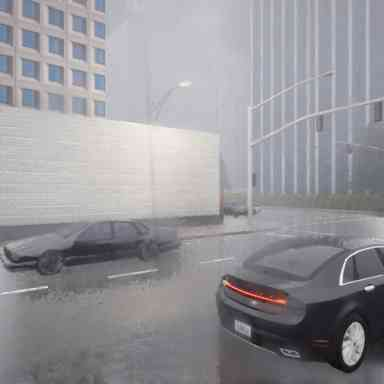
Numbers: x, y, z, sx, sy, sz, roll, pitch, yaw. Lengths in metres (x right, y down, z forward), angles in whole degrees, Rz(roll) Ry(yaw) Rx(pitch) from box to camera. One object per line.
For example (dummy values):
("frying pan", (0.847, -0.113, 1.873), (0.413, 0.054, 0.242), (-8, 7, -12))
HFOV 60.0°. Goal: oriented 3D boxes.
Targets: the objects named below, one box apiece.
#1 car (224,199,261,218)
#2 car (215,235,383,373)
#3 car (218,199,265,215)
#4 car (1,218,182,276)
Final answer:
("car", (3.592, 1.603, 31.555), (2.033, 1.411, 5.357), (0, 0, -36))
("car", (2.636, 1.505, 5.676), (4.892, 1.490, 1.837), (0, 0, -35))
("car", (5.157, 1.547, 35.386), (2.128, 1.511, 4.902), (0, 0, -36))
("car", (-2.908, 1.547, 10.515), (5.357, 1.411, 2.033), (0, 0, -35))
